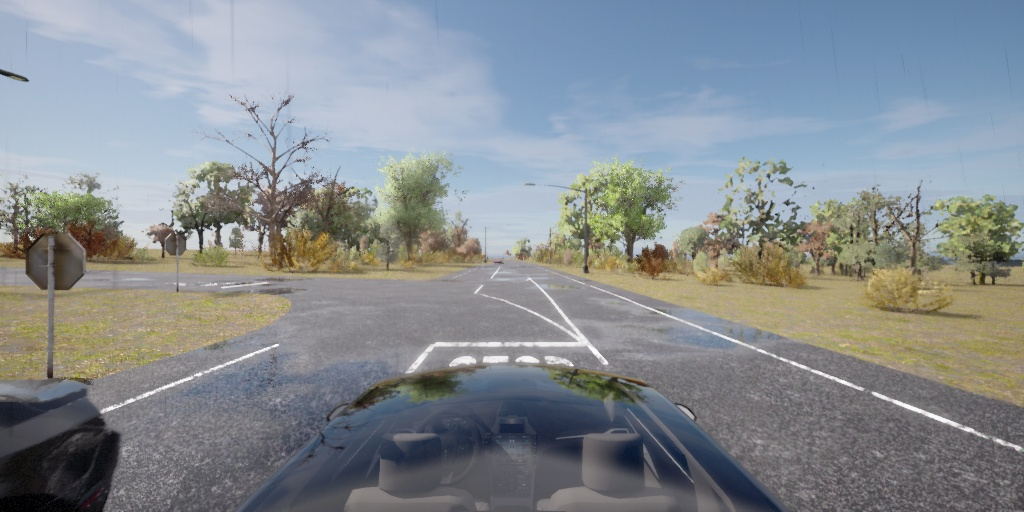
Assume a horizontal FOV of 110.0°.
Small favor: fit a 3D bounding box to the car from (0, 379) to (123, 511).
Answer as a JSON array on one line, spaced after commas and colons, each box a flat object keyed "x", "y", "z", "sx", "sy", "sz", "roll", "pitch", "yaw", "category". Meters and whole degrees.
[{"x": -3.495, "y": 1.266, "z": 0.270, "sx": 1.837, "sy": 1.490, "sz": 4.892, "roll": 0, "pitch": 0, "yaw": 0, "category": "car"}]
